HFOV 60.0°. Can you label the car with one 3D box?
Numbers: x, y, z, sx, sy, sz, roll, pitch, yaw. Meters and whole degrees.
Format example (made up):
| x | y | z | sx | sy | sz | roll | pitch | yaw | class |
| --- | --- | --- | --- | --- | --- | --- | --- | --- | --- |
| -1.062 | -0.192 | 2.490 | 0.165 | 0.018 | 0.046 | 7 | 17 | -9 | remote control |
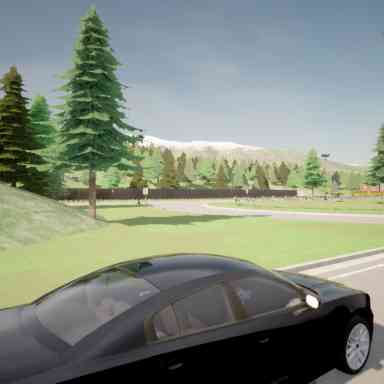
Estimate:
| x | y | z | sx | sy | sz | roll | pitch | yaw | class |
| --- | --- | --- | --- | --- | --- | --- | --- | --- | --- |
| 0.197 | 1.478 | 3.893 | 5.008 | 1.535 | 1.882 | 0 | 0 | -36 | car |
